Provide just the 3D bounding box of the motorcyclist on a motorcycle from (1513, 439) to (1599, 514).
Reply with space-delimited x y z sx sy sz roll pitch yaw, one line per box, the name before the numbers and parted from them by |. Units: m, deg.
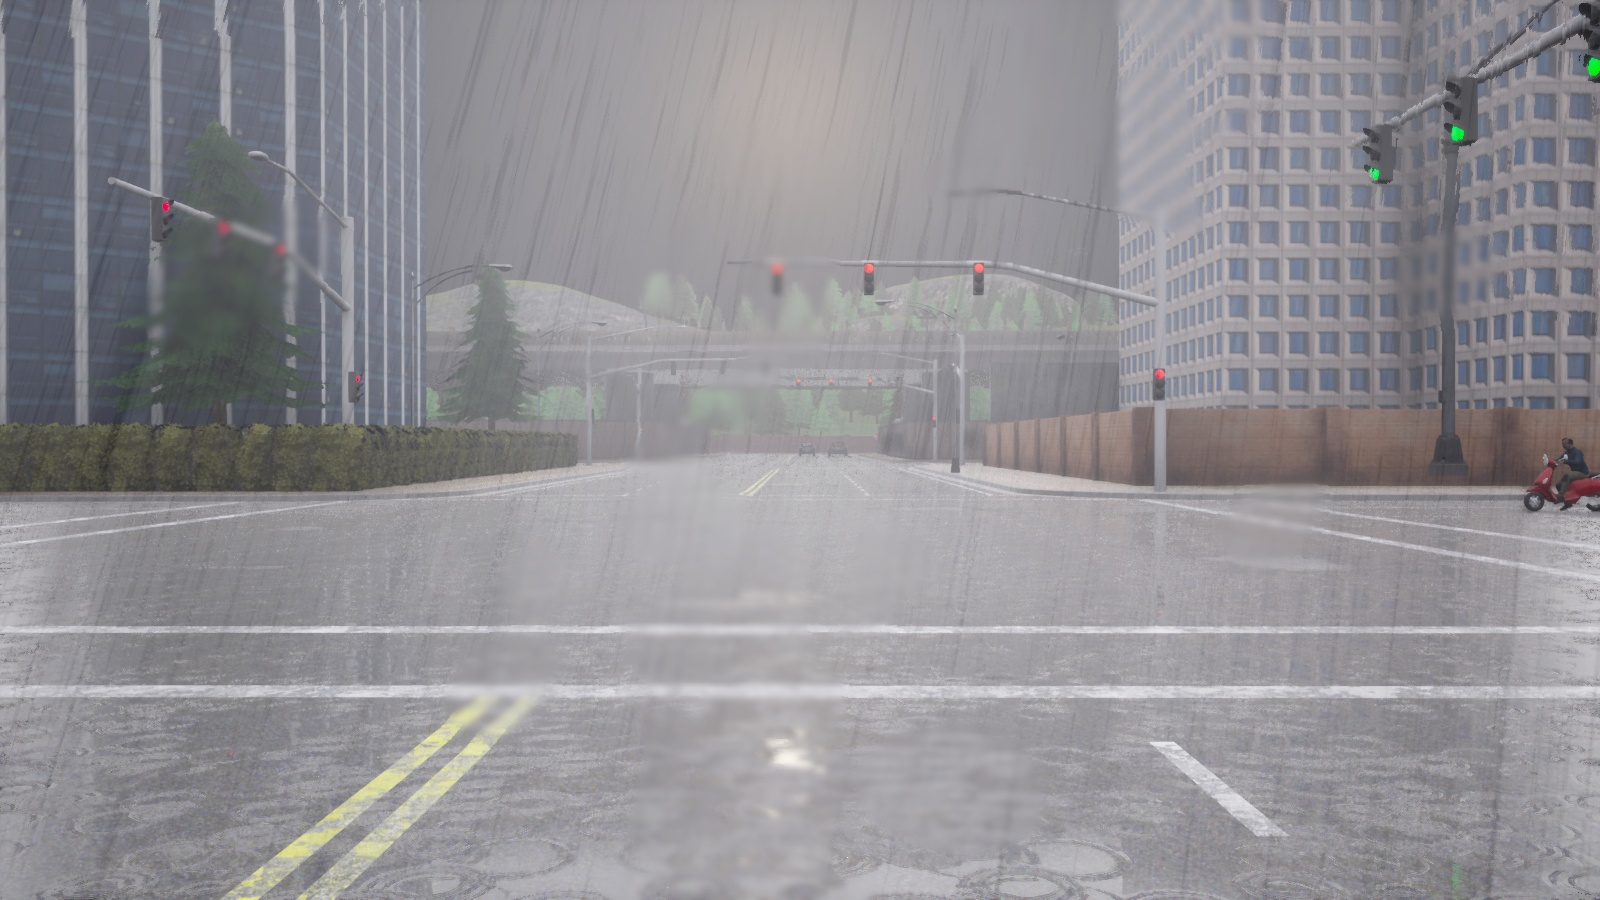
motorcyclist on a motorcycle | 16.569 0.560 27.136 1.817 1.590 0.866 0 0 1
